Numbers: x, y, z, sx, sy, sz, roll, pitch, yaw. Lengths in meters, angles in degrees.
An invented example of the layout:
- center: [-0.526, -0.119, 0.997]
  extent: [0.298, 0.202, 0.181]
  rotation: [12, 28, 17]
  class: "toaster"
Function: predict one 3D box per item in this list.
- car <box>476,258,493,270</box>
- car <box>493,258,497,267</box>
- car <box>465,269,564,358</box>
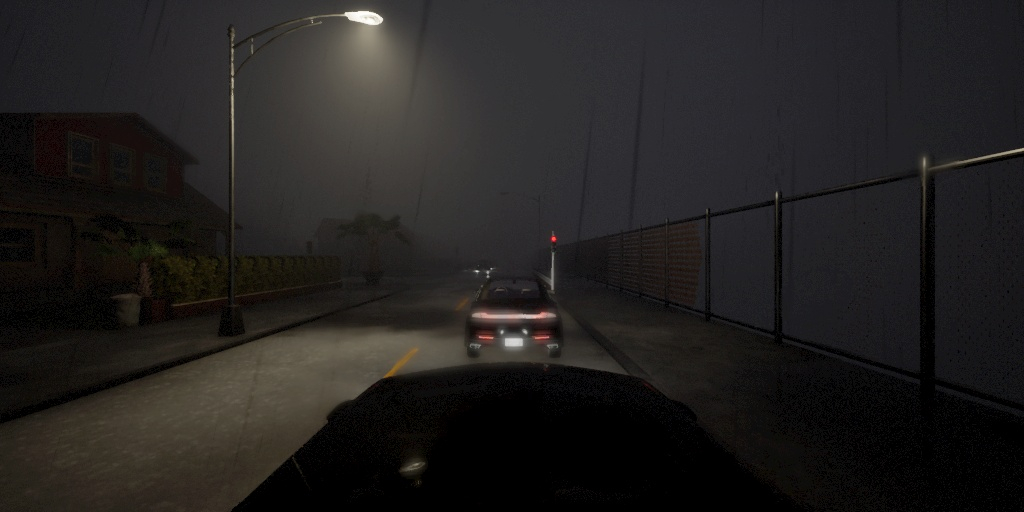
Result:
- center: [-4.111, 1.255, 51.850]
  extent: [1.837, 1.490, 4.892]
  rotation: [0, 0, 0]
  class: "car"
- center: [-4.095, 1.297, 61.715]
  extent: [2.033, 1.411, 5.357]
  rotation: [0, 0, 0]
  class: "car"
- center: [0.052, 1.242, 8.465]
  extent: [2.128, 1.511, 4.902]
  rotation: [0, 0, 0]
  class: "car"
